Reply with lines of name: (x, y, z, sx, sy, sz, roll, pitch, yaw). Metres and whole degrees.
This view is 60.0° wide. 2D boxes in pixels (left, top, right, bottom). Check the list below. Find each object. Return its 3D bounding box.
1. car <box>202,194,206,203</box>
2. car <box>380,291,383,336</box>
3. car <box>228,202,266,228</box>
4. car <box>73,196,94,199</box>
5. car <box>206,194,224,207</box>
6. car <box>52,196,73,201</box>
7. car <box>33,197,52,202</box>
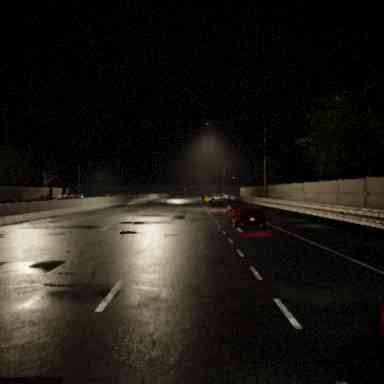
car: (3.567, 1.360, 66.858, 1.882, 1.535, 5.008, 0, 0, 0)
car: (3.500, 1.472, 2.547, 1.882, 1.535, 5.008, 0, 0, 0)
car: (3.499, 1.423, 21.788, 1.882, 1.535, 5.008, 0, 0, 0)
car: (-17.497, 1.434, 55.738, 2.033, 1.411, 5.357, 0, 0, 1)
car: (3.513, 1.388, 48.164, 2.128, 1.511, 4.902, 0, 0, 0)
car: (-21.002, 1.378, 55.799, 2.128, 1.511, 4.902, 0, 0, 1)
car: (-24.503, 1.450, 54.909, 1.994, 1.385, 4.181, 0, 0, 1)
